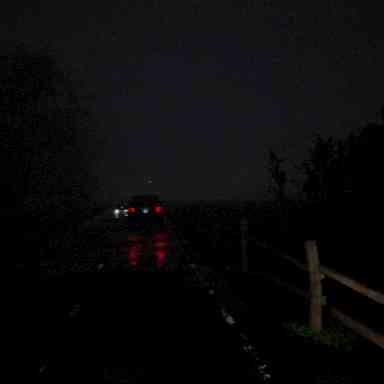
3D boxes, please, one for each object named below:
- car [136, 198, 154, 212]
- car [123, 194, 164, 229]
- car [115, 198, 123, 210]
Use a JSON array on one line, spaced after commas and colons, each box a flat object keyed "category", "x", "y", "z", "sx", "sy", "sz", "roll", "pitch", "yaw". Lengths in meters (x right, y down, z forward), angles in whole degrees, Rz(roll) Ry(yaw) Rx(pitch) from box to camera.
[{"category": "car", "x": -5.560, "y": 1.449, "z": 39.178, "sx": 1.994, "sy": 1.385, "sz": 4.181, "roll": -2, "pitch": 0, "yaw": -8}, {"category": "car", "x": -3.008, "y": 1.157, "z": 21.508, "sx": 2.150, "sy": 2.045, "sz": 5.566, "roll": -2, "pitch": 1, "yaw": -8}, {"category": "car", "x": -9.190, "y": 1.520, "z": 44.363, "sx": 2.033, "sy": 1.411, "sz": 5.357, "roll": -2, "pitch": 0, "yaw": -8}]
